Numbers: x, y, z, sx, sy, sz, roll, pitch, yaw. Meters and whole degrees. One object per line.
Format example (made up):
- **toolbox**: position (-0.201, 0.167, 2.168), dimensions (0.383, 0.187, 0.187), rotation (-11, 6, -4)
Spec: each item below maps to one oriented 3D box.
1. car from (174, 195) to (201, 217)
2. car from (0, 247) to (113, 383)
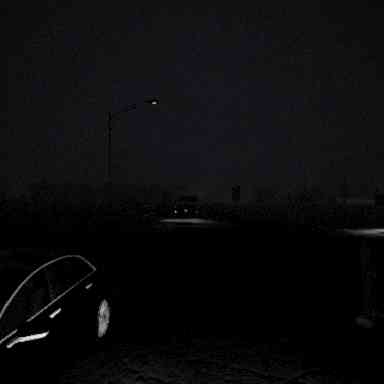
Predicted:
- **car**: position (-0.349, 1.274, 31.518), dimensions (2.150, 2.045, 5.566), rotation (0, 0, 4)
- **car**: position (-2.333, 1.513, 3.705), dimensions (1.837, 1.490, 4.892), rotation (0, 0, 4)
